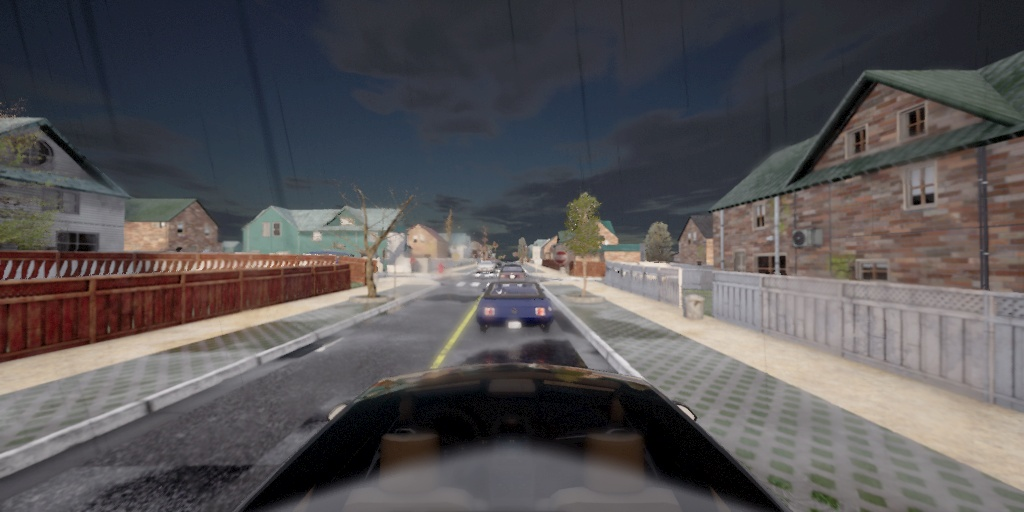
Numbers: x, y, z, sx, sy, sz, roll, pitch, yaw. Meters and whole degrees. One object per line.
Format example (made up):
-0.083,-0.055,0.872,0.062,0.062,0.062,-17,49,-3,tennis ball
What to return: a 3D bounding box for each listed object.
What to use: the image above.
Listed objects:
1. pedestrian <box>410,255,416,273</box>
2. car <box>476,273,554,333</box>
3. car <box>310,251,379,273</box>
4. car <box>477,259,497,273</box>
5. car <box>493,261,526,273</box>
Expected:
-9.759,0.779,35.231,0.375,1.860,0.375,0,-2,0,pedestrian
0.062,1.347,10.694,1.895,1.301,4.718,0,0,0,car
-13.852,0.673,29.362,5.566,2.045,2.150,1,-1,0,car
-3.039,1.295,42.891,1.812,1.442,4.674,0,0,1,car
0.012,1.297,24.628,2.033,1.411,5.357,0,0,0,car
